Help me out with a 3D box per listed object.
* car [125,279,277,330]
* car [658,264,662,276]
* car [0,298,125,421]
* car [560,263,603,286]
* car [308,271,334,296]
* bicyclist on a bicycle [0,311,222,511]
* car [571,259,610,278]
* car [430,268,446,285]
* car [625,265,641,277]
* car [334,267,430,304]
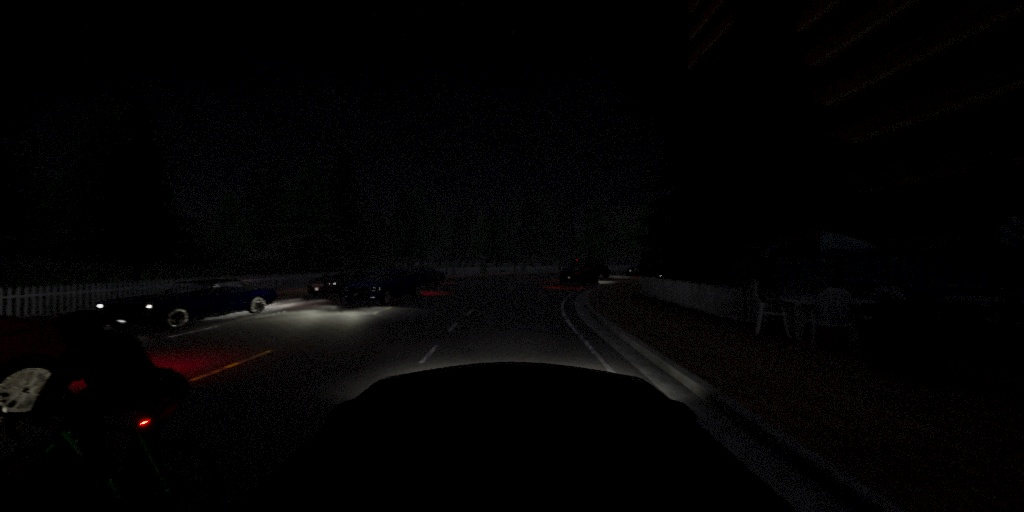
[{"bbox_3d":[-10.219,1.449,11.739,1.895,1.301,4.718,0,-1,4],"label":"car"},{"bbox_3d":[17.421,1.618,40.390,5.008,1.535,1.882,0,-1,-32],"label":"car"},{"bbox_3d":[-7.026,1.240,3.070,1.882,1.535,5.008,0,-1,1],"label":"car"},{"bbox_3d":[5.457,1.499,28.671,1.882,1.535,5.008,0,-1,30],"label":"car"},{"bbox_3d":[-9.337,1.429,20.516,2.128,1.511,4.902,0,-1,13],"label":"car"},{"bbox_3d":[-2.899,1.212,2.551,1.656,1.620,0.582,-2,-1,0],"label":"bicyclist on a bicycle"},{"bbox_3d":[8.136,1.331,37.514,2.150,2.045,5.566,-1,-1,43],"label":"car"},{"bbox_3d":[-7.093,1.551,27.138,2.033,1.411,5.357,0,-1,22],"label":"car"},{"bbox_3d":[15.689,1.734,43.368,4.181,1.385,1.994,0,-1,-31],"label":"car"},{"bbox_3d":[-6.103,1.385,17.571,1.882,1.535,5.008,0,-1,11],"label":"car"}]
